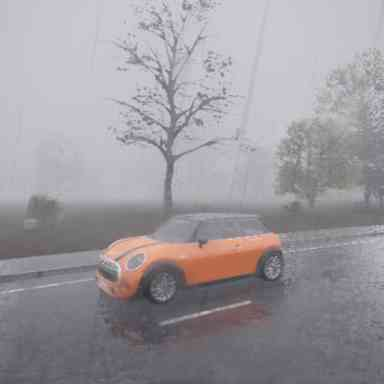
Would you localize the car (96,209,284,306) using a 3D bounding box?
[{"bbox_3d":[0.067,1.331,8.090,4.553,1.767,2.097,0,0,-33],"label":"car"}]
